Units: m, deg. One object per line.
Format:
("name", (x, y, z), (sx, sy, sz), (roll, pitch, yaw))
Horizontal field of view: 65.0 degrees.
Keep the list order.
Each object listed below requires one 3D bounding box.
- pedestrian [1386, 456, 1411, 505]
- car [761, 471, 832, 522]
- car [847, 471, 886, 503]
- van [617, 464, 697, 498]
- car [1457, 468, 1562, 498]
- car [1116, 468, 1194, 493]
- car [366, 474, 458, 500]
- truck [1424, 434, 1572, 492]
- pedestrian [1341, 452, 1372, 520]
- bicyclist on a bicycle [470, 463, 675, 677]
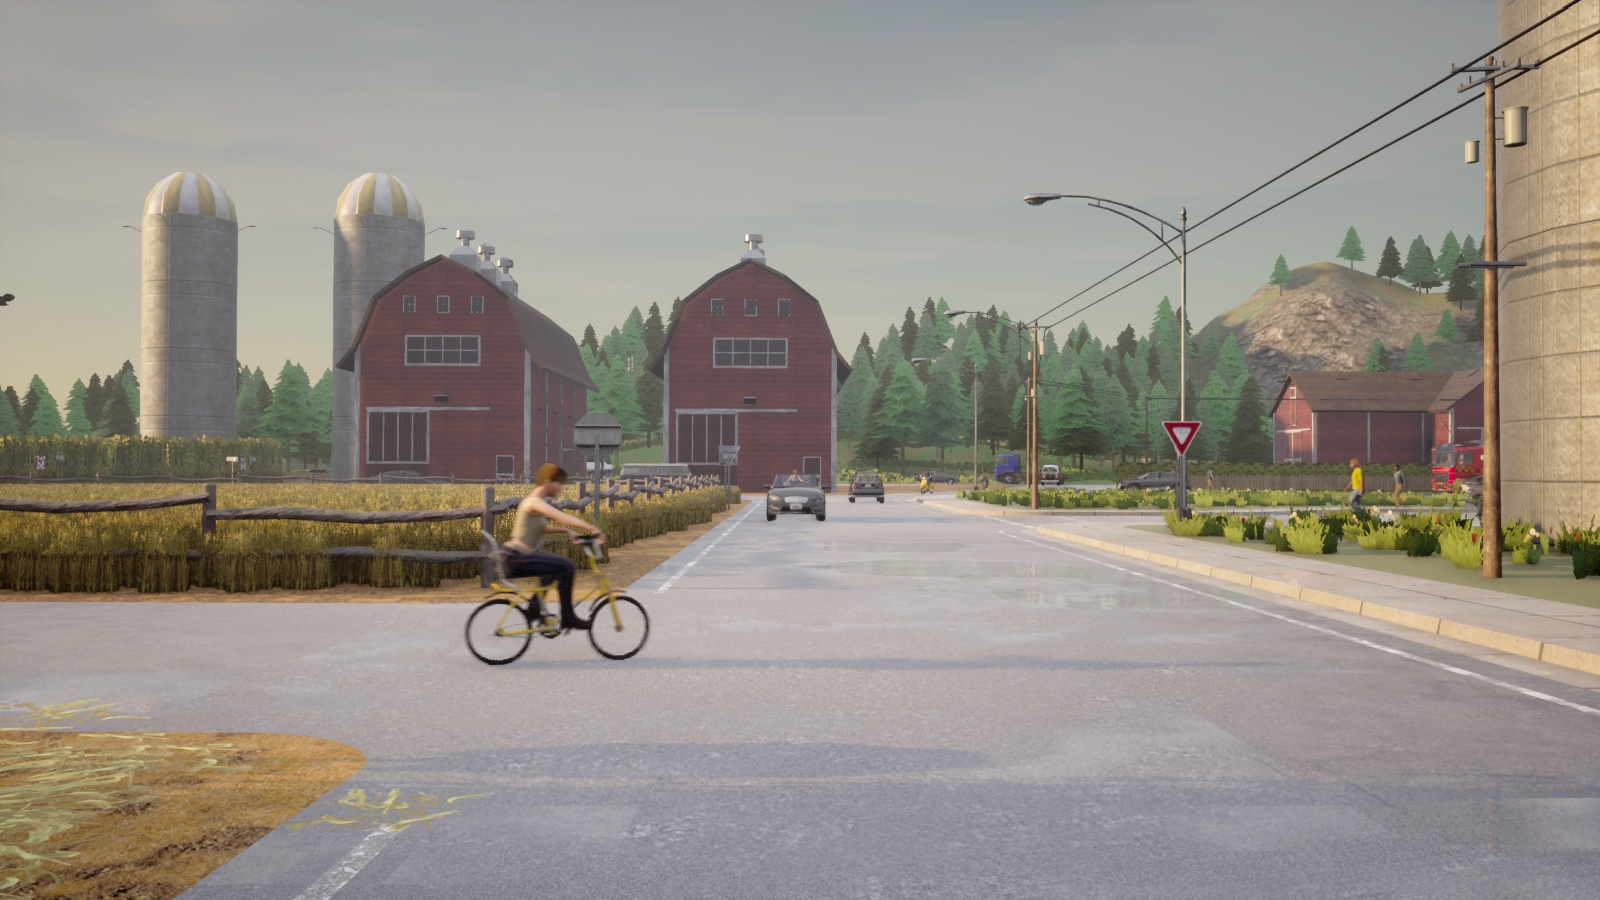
("pedestrian", (24.044, 1.219, 50.466), (0.788, 1.949, 0.423), (0, -1, -9))
("car", (-0.107, 1.443, 40.115), (2.128, 1.511, 4.902), (0, -1, 0))
("car", (3.327, 1.840, 63.167), (1.789, 1.549, 3.705), (0, -1, 0))
("van", (-8.452, 1.846, 74.290), (4.442, 1.987, 1.775), (0, -1, 4))
("car", (38.033, 1.737, 67.360), (2.007, 1.525, 4.514), (1, -1, -43))
("car", (24.240, 2.085, 85.906), (4.856, 1.649, 2.033), (0, -1, 4))
("car", (-22.746, 2.146, 73.774), (4.892, 1.490, 1.837), (0, -1, -3))
("truck", (47.666, 0.897, 85.865), (8.468, 3.827, 2.891), (0, -1, 0))
("pedestrian", (15.219, 0.984, 34.335), (0.706, 1.836, 0.354), (0, -1, 11))
("bicyclist on a bicycle", (-1.851, 0.928, 10.142), (1.509, 1.612, 0.866), (0, -3, -19))
